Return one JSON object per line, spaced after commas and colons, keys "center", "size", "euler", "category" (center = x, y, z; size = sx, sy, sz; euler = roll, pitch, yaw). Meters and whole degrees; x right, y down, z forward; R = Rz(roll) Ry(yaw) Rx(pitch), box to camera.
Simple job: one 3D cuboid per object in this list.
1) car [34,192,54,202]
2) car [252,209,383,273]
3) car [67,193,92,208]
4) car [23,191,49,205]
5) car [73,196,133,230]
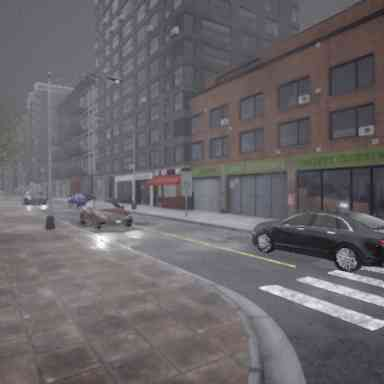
{"center": [-23.068, 0.716, 51.669], "size": [2.128, 1.511, 4.902], "euler": [0, 0, -33], "category": "car"}
{"center": [3.922, 1.287, 10.105], "size": [1.837, 1.490, 4.892], "euler": [0, 1, -33], "category": "car"}
{"center": [-10.977, 0.850, 33.049], "size": [1.882, 1.535, 5.008], "euler": [0, 1, -33], "category": "car"}
{"center": [-18.874, 0.645, 39.938], "size": [2.097, 1.767, 4.553], "euler": [0, 1, -33], "category": "car"}
{"center": [-4.835, 1.140, 18.172], "size": [1.812, 1.442, 4.674], "euler": [0, 1, -33], "category": "car"}
